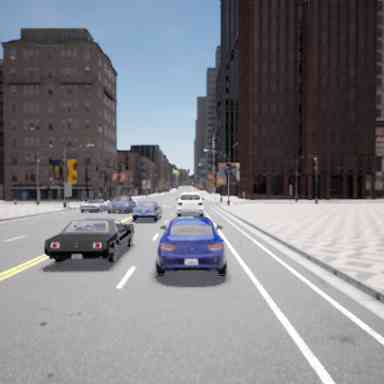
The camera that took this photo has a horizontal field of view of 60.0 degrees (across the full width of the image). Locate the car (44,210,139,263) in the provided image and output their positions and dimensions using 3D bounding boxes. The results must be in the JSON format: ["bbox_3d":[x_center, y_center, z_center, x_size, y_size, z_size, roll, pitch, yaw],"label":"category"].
[{"bbox_3d":[-3.273,1.536,11.662,1.895,1.301,4.718,0,0,0],"label":"car"}]

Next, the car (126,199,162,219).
[{"bbox_3d":[-3.385,1.416,25.738,2.033,1.411,5.357,0,0,0],"label":"car"}]

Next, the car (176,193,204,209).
[{"bbox_3d":[-0.142,1.077,28.361,2.150,2.045,5.566,0,0,0],"label":"car"}]

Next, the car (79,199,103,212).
[{"bbox_3d":[-10.103,1.433,34.517,1.895,1.301,4.718,0,0,0],"label":"car"}]

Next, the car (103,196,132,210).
[{"bbox_3d":[-6.842,1.191,32.535,2.097,1.767,4.553,0,0,0],"label":"car"}]

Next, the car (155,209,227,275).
[{"bbox_3d":[-0.019,1.467,10.137,1.812,1.442,4.674,0,0,0],"label":"car"}]
